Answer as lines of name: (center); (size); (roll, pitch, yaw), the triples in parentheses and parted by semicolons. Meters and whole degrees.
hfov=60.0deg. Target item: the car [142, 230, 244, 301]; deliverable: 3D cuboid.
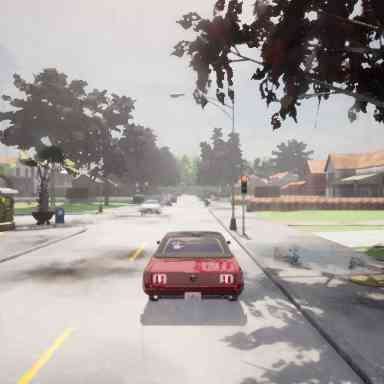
car: (0.042, 1.601, 8.252); (1.895, 1.301, 4.718); (0, 0, 1)

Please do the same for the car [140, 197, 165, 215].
car: (-4.140, 1.525, 34.152); (1.812, 1.442, 4.674); (0, 0, 0)

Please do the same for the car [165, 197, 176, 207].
car: (-4.154, 1.492, 52.099); (2.128, 1.511, 4.902); (0, 0, 0)
